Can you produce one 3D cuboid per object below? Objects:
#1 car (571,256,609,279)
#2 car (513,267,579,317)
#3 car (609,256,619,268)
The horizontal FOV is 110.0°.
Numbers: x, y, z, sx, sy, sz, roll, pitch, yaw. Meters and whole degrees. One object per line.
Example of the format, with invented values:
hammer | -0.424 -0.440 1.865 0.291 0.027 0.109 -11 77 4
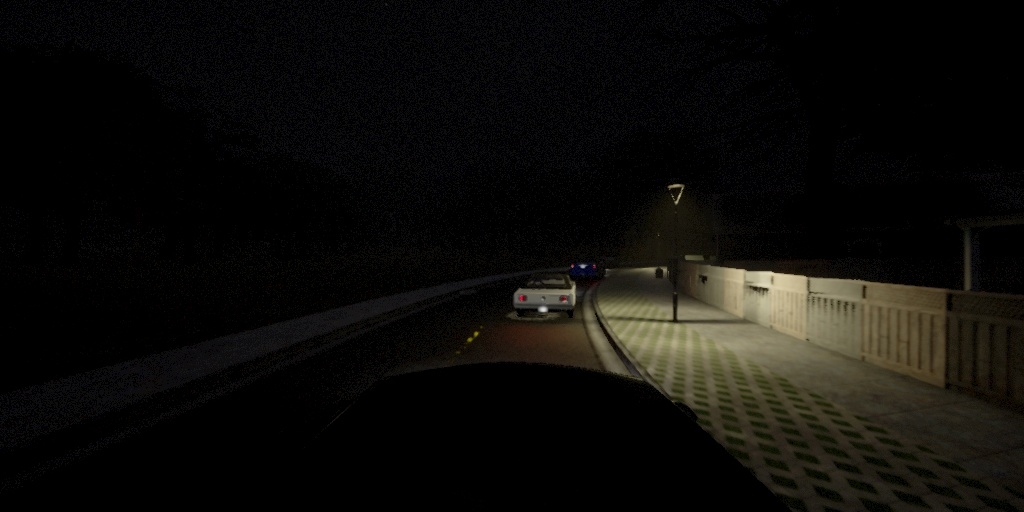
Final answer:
car | 6.028 0.795 28.238 2.097 1.767 4.553 0 1 23
car | 1.336 1.278 12.912 1.895 1.301 4.718 0 1 10
car | 11.342 0.751 43.481 2.033 1.411 5.357 0 1 36
